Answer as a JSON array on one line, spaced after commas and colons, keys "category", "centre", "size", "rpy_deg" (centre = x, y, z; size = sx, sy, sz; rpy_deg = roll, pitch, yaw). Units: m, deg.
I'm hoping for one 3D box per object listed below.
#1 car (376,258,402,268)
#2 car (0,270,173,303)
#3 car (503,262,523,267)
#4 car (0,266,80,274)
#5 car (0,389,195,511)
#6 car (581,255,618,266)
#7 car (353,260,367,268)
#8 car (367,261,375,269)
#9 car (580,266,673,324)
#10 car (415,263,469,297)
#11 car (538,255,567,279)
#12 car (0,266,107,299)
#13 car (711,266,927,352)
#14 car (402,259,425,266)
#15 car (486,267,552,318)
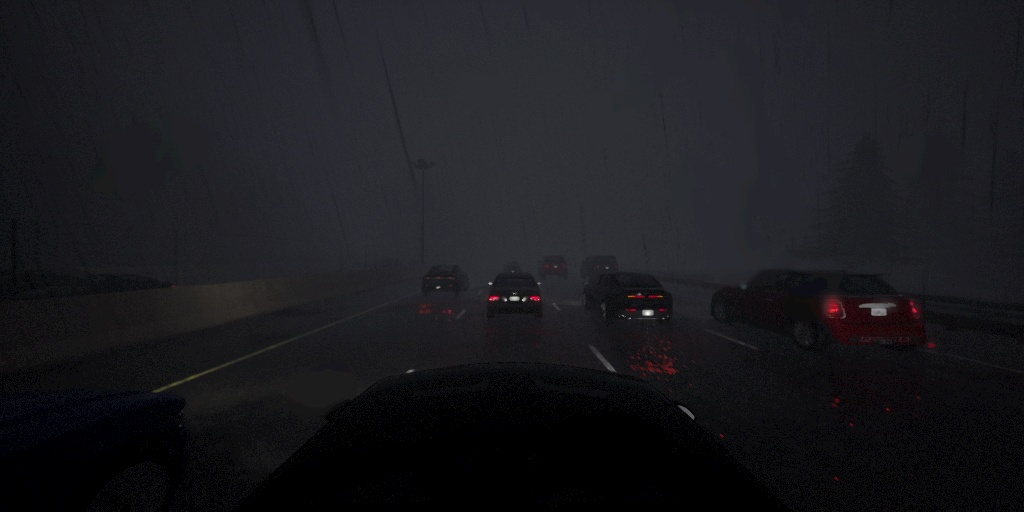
[{"category": "car", "centre": [-17.572, 1.106, 52.311], "size": [2.097, 1.767, 4.553], "rpy_deg": [0, 0, 0]}, {"category": "car", "centre": [-14.101, 1.315, 12.306], "size": [1.994, 1.385, 4.181], "rpy_deg": [0, 0, 0]}, {"category": "car", "centre": [0.082, 1.277, 36.212], "size": [1.812, 1.442, 4.674], "rpy_deg": [0, 0, 0]}, {"category": "car", "centre": [-17.600, 1.243, 12.297], "size": [2.128, 1.511, 4.902], "rpy_deg": [0, 0, 0]}, {"category": "car", "centre": [-3.400, 1.228, 0.701], "size": [1.882, 1.535, 5.008], "rpy_deg": [0, 0, 0]}, {"category": "car", "centre": [7.099, 0.973, 29.443], "size": [2.150, 2.045, 5.566], "rpy_deg": [0, 0, 0]}, {"category": "car", "centre": [-24.515, 1.317, 58.984], "size": [1.994, 1.385, 4.181], "rpy_deg": [0, 0, 1]}, {"category": "car", "centre": [-21.031, 1.231, 57.665], "size": [1.882, 1.535, 5.008], "rpy_deg": [0, 0, 1]}, {"category": "car", "centre": [3.599, 1.255, 11.926], "size": [1.837, 1.490, 4.892], "rpy_deg": [0, 0, 0]}, {"category": "car", "centre": [-3.398, 1.242, 18.937], "size": [2.128, 1.511, 4.902], "rpy_deg": [0, 0, 0]}, {"category": "car", "centre": [3.598, 0.973, 32.266], "size": [2.150, 2.045, 5.566], "rpy_deg": [0, 0, 0]}, {"category": "car", "centre": [-24.601, 1.277, 18.613], "size": [1.812, 1.442, 4.674], "rpy_deg": [0, 0, 0]}, {"category": "car", "centre": [7.099, 1.102, 9.075], "size": [2.097, 1.767, 4.553], "rpy_deg": [0, 0, 0]}, {"category": "car", "centre": [-14.073, 1.230, 52.626], "size": [1.882, 1.535, 5.008], "rpy_deg": [0, 0, 0]}, {"category": "car", "centre": [0.094, 1.298, 13.016], "size": [2.033, 1.411, 5.357], "rpy_deg": [0, 0, 0]}]
